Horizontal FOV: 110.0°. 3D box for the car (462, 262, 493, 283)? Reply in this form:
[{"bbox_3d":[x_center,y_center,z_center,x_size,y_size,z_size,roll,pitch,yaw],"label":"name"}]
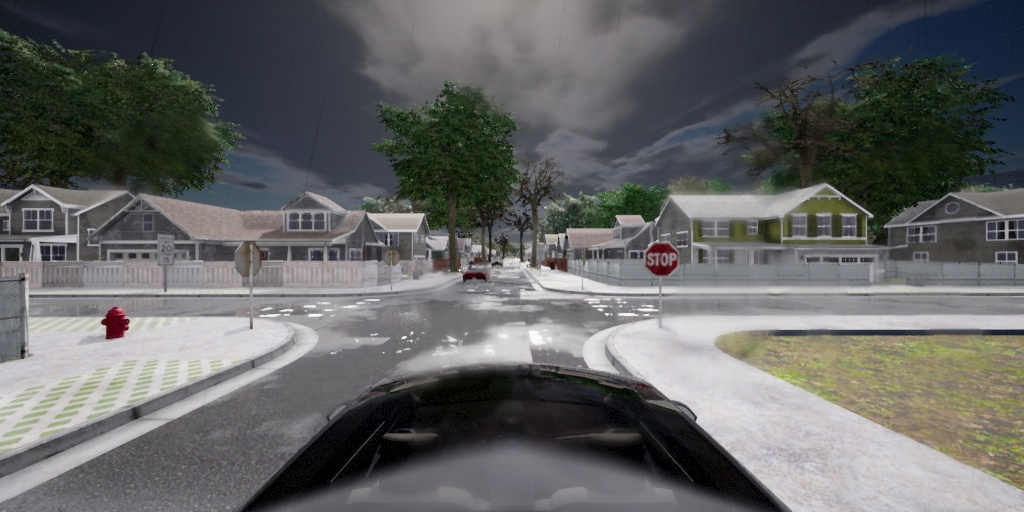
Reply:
[{"bbox_3d":[-2.745,1.353,28.238,1.895,1.301,4.718,0,0,0],"label":"car"}]
